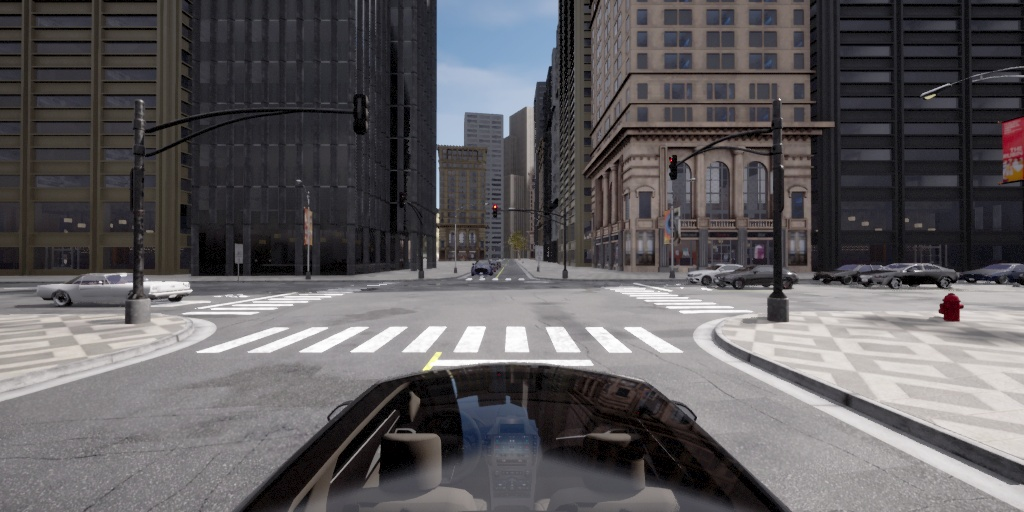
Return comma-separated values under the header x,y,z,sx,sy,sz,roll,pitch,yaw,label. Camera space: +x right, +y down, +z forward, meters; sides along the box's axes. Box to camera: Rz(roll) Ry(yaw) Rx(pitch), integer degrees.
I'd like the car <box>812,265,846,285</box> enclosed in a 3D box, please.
x,y,z,sx,sy,sz,roll,pitch,yaw,label
24.220,1.262,24.968,5.357,1.411,2.033,0,0,0,car

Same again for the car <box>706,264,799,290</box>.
x,y,z,sx,sy,sz,roll,pitch,yaw,label
14.703,1.240,21.703,4.674,1.442,1.812,0,0,-1,car

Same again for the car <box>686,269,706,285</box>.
x,y,z,sx,sy,sz,roll,pitch,yaw,label
14.638,1.264,24.963,4.674,1.442,1.812,0,0,0,car

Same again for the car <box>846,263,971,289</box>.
x,y,z,sx,sy,sz,roll,pitch,yaw,label
23.813,1.183,21.717,4.902,1.511,2.128,0,0,0,car

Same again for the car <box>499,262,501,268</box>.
x,y,z,sx,sy,sz,roll,pitch,yaw,label
-3.052,1.401,55.417,1.994,1.385,4.181,0,0,0,car

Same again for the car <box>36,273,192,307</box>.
x,y,z,sx,sy,sz,roll,pitch,yaw,label
-16.375,1.366,14.983,4.718,1.301,1.895,0,0,0,car

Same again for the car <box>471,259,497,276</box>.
x,y,z,sx,sy,sz,roll,pitch,yaw,label
-3.046,1.146,37.614,2.097,1.767,4.553,0,0,0,car

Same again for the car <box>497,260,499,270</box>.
x,y,z,sx,sy,sz,roll,pitch,yaw,label
-3.056,1.378,46.386,1.994,1.385,4.181,0,0,0,car

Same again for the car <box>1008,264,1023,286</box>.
x,y,z,sx,sy,sz,roll,pitch,yaw,label
33.685,1.232,21.718,4.181,1.385,1.994,0,0,0,car

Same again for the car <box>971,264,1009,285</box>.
x,y,z,sx,sy,sz,roll,pitch,yaw,label
34.648,1.237,24.975,5.357,1.411,2.033,0,0,-1,car
